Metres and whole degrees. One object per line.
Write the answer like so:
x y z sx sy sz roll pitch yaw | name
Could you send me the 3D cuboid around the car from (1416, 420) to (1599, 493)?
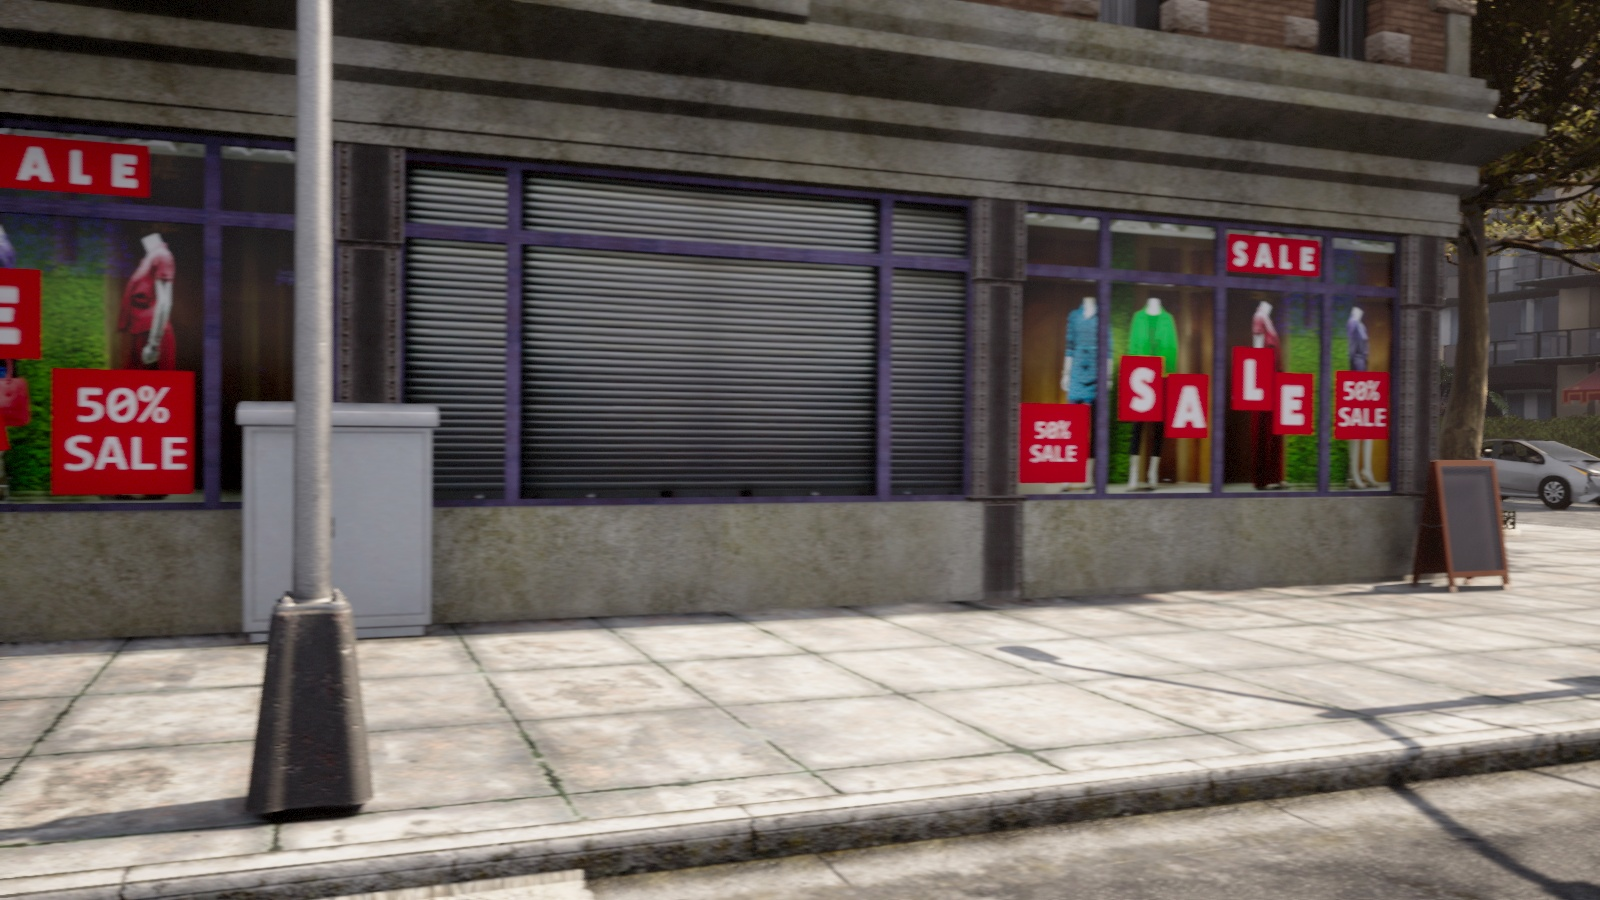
16.729 0.095 28.812 2.007 1.525 4.514 -1 1 -21 | car
